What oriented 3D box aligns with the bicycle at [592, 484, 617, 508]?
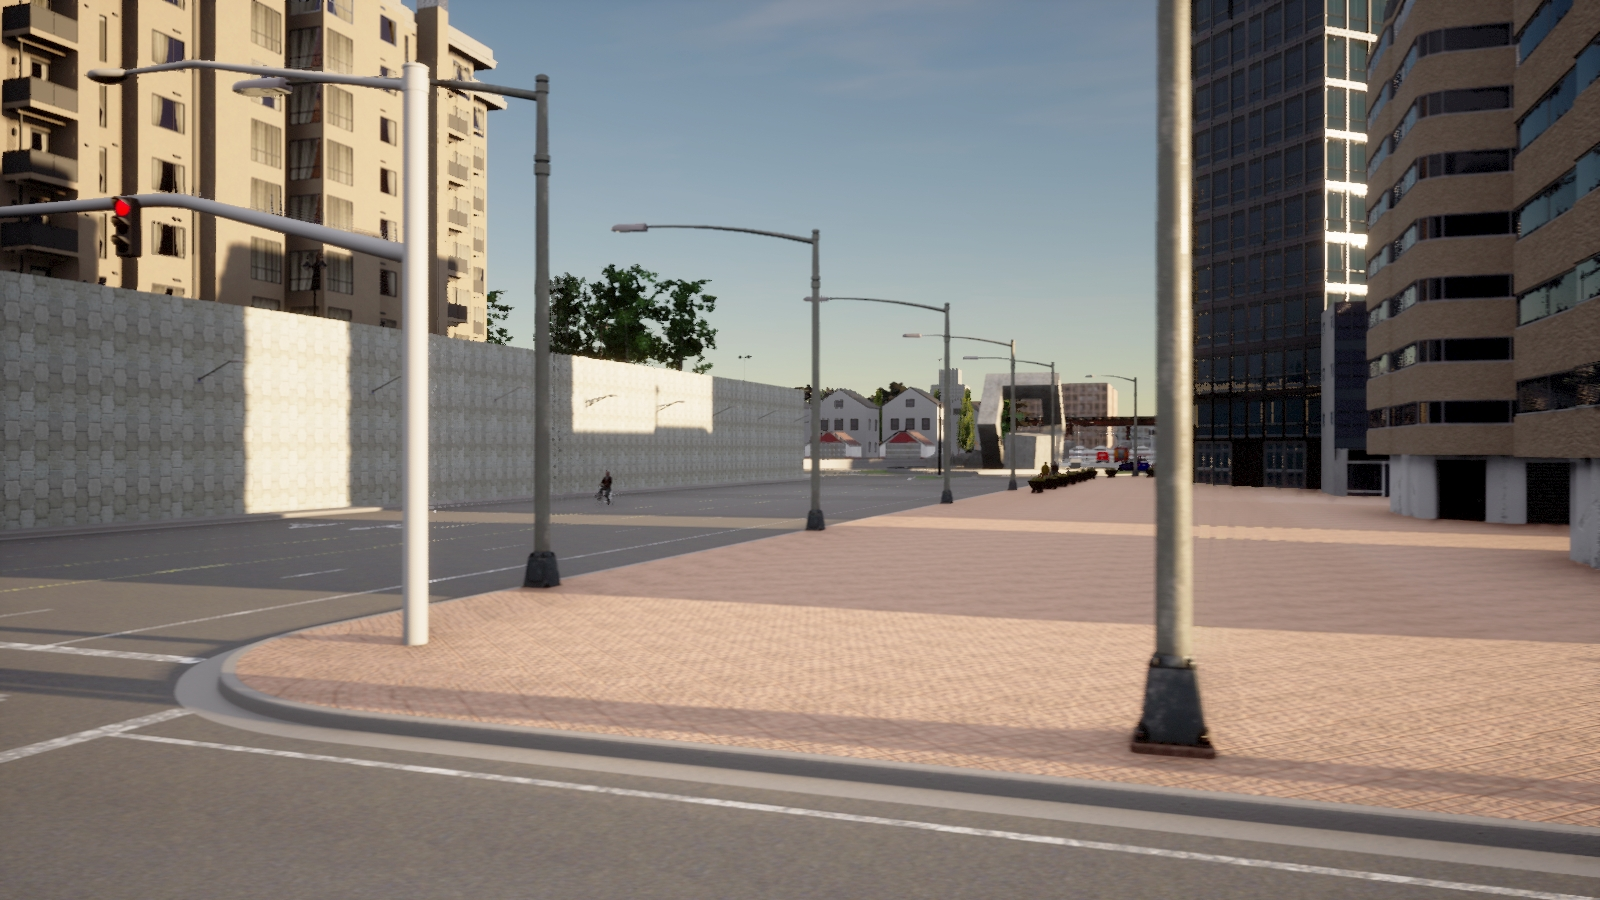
[{"bbox_3d":[-9.526,2.233,55.791,0.329,1.126,1.835,0,0,20],"label":"bicycle"}]
